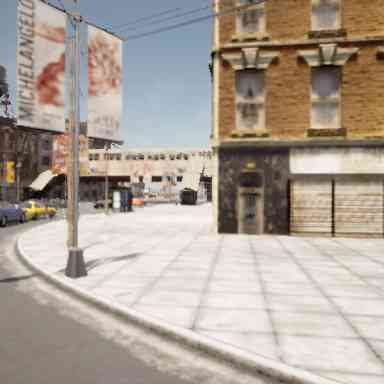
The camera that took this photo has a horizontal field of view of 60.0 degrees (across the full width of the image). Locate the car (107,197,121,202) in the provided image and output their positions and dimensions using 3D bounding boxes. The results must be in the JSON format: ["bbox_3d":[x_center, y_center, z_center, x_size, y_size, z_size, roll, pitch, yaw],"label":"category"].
[{"bbox_3d":[-20.113,1.886,86.025,1.895,1.301,4.718,0,0,8],"label":"car"}]

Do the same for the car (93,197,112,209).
[{"bbox_3d":[-12.364,1.759,48.151,1.895,1.301,4.718,0,0,11],"label":"car"}]

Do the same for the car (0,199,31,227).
[{"bbox_3d":[-13.226,1.383,22.857,2.097,1.767,4.553,0,0,-6],"label":"car"}]

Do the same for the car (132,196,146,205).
[{"bbox_3d":[-9.994,1.586,61.289,2.097,1.767,4.553,0,0,8],"label":"car"}]

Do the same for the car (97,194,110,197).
[{"bbox_3d":[-21.092,1.479,78.696,2.435,2.045,5.566,0,0,8],"label":"car"}]

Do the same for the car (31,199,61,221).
[{"bbox_3d":[-13.337,1.512,28.027,1.801,1.575,5.366,0,0,3],"label":"car"}]

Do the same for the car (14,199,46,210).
[{"bbox_3d":[-22.579,1.653,46.552,1.994,1.385,4.181,0,0,8],"label":"car"}]

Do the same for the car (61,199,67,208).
[{"bbox_3d":[-19.046,1.674,46.547,1.994,1.385,4.181,0,0,8],"label":"car"}]
